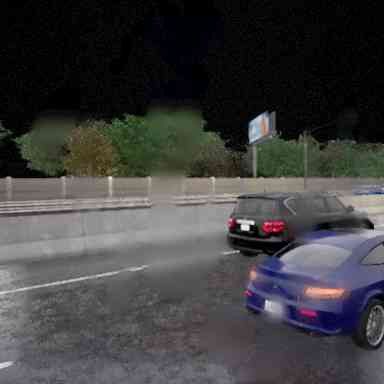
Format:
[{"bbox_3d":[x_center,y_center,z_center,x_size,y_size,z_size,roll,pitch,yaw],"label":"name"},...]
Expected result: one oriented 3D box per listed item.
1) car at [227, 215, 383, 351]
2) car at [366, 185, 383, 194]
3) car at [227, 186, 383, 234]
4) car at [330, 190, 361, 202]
[{"bbox_3d":[2.979,1.379,5.945,4.674,1.442,1.812,-2,1,-36],"label":"car"},{"bbox_3d":[21.876,0.207,41.532,5.566,2.045,2.150,-2,1,-36],"label":"car"},{"bbox_3d":[3.634,0.993,10.733,5.566,2.045,2.150,-2,1,-36],"label":"car"},{"bbox_3d":[20.866,0.521,45.113,4.181,1.385,1.994,-1,1,-36],"label":"car"}]
